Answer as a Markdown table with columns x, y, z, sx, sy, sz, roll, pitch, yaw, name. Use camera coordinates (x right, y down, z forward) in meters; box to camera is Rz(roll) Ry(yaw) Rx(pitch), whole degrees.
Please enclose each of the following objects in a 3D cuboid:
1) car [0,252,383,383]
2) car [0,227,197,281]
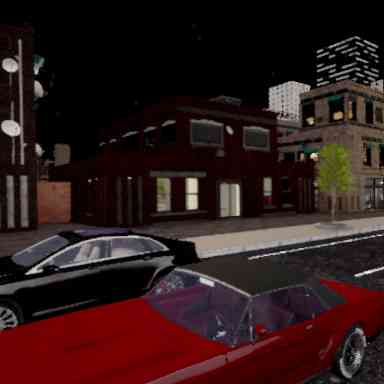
| x | y | z | sx | sy | sz | roll | pitch | yaw | name |
| --- | --- | --- | --- | --- | --- | --- | --- | --- | --- |
| 0.285 | 1.577 | 3.876 | 4.718 | 1.301 | 1.895 | -1 | 0 | -35 | car |
| -2.068 | 1.472 | 6.189 | 4.902 | 1.511 | 2.128 | -1 | 0 | -35 | car |
